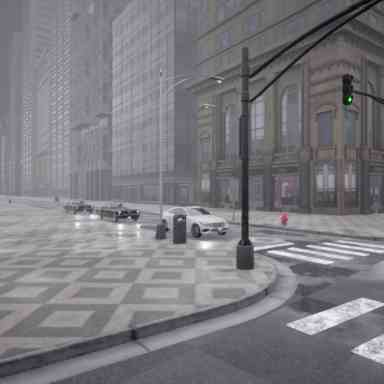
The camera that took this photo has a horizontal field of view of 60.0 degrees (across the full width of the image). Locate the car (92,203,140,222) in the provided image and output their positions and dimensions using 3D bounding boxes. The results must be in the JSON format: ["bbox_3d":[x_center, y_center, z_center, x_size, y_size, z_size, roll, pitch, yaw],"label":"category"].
[{"bbox_3d":[-5.807,1.522,25.867,1.895,1.301,4.718,0,0,-35],"label":"car"}]

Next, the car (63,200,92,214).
[{"bbox_3d":[-11.691,1.497,34.156,1.895,1.301,4.718,0,0,-35],"label":"car"}]

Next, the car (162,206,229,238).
[{"bbox_3d":[-0.052,1.474,17.749,1.812,1.442,4.674,0,0,-37],"label":"car"}]
